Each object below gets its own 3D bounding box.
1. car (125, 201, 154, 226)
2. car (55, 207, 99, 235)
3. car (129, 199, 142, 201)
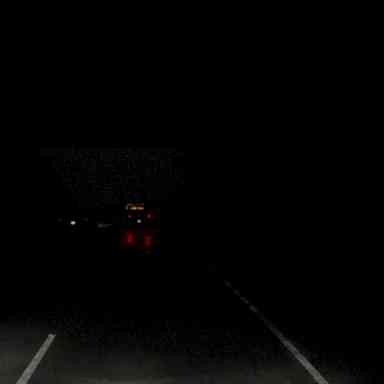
[{"bbox_3d":[-3.796,1.592,23.532,1.895,1.301,4.718,0,0,-11],"label":"car"},{"bbox_3d":[-6.553,1.577,19.244,1.994,1.385,4.181,0,0,-10],"label":"car"},{"bbox_3d":[-5.770,1.467,33.899,1.882,1.535,5.008,0,0,-11],"label":"car"}]
